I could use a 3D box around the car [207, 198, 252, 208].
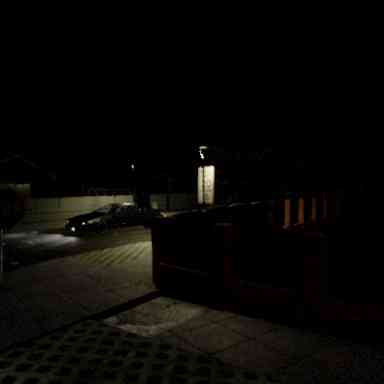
[{"bbox_3d":[3.030,1.147,25.379,1.895,1.301,4.718,0,2,44],"label":"car"}]

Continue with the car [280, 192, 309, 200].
[{"bbox_3d":[10.521,0.813,32.642,5.008,1.535,1.882,-2,1,-42],"label":"car"}]

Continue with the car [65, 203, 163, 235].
[{"bbox_3d":[-3.889,1.313,17.741,2.033,1.411,5.357,0,2,41],"label":"car"}]

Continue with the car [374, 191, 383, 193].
[{"bbox_3d":[22.328,0.603,38.793,4.892,1.490,1.837,-1,1,-38],"label":"car"}]
